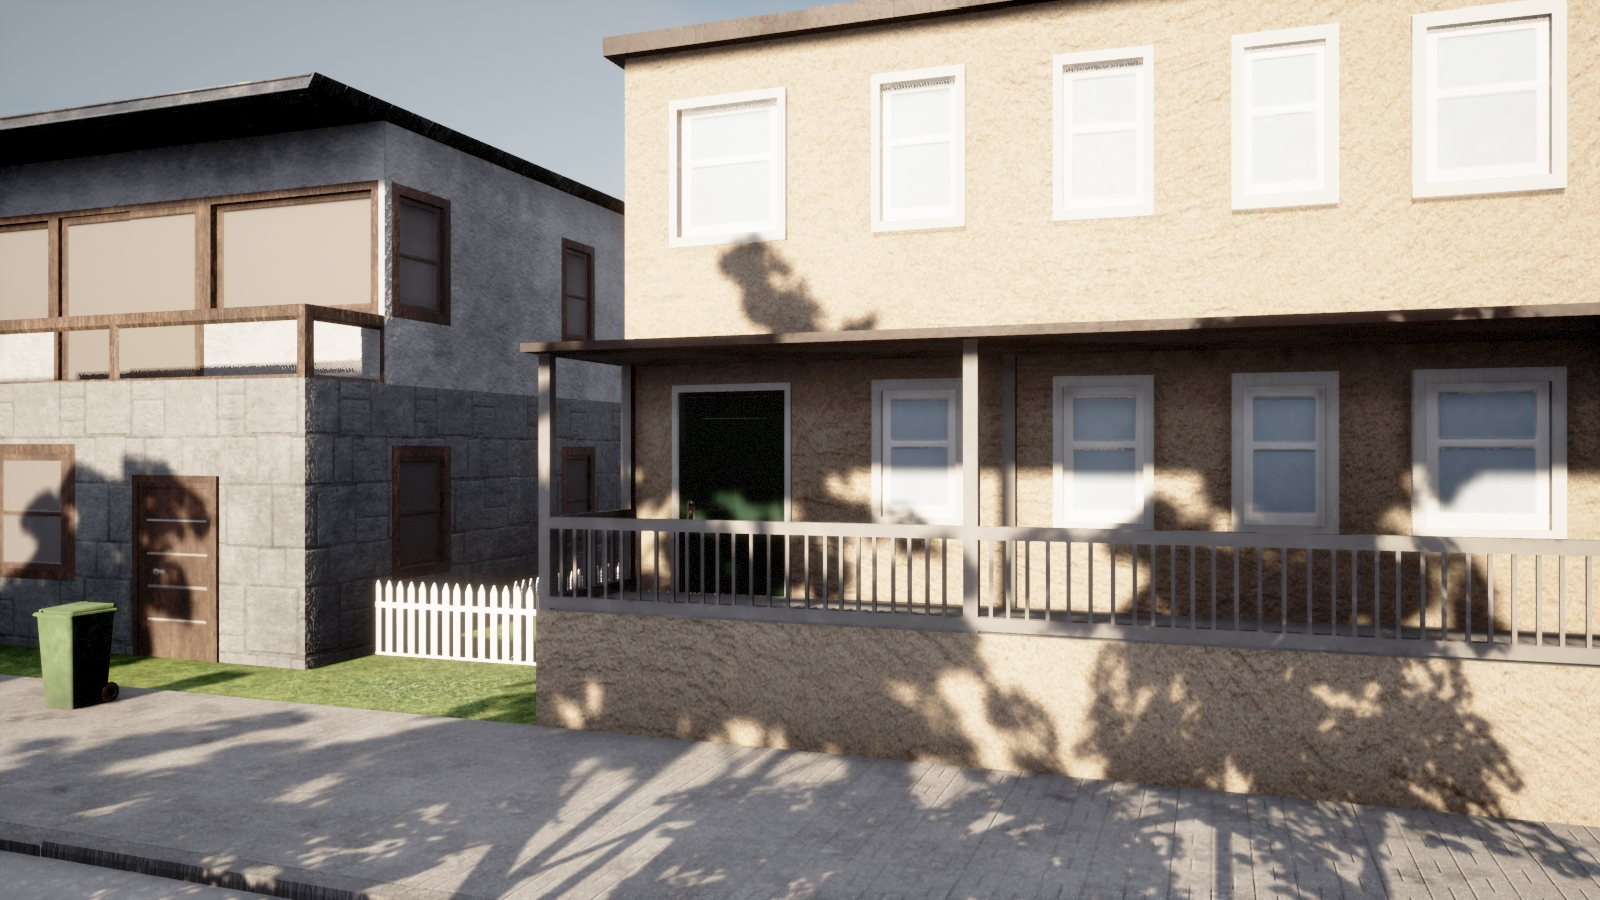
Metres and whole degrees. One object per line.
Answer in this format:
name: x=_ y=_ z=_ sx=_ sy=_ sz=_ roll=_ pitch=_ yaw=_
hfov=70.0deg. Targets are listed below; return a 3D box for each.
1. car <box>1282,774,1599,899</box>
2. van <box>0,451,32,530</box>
car: x=3.412 y=1.898 z=2.591 sx=4.181 sy=1.385 sz=1.994 roll=0 pitch=0 yaw=20
van: x=-27.753 y=1.329 z=35.973 sx=1.988 sy=2.561 sz=5.915 roll=0 pitch=0 yaw=20
